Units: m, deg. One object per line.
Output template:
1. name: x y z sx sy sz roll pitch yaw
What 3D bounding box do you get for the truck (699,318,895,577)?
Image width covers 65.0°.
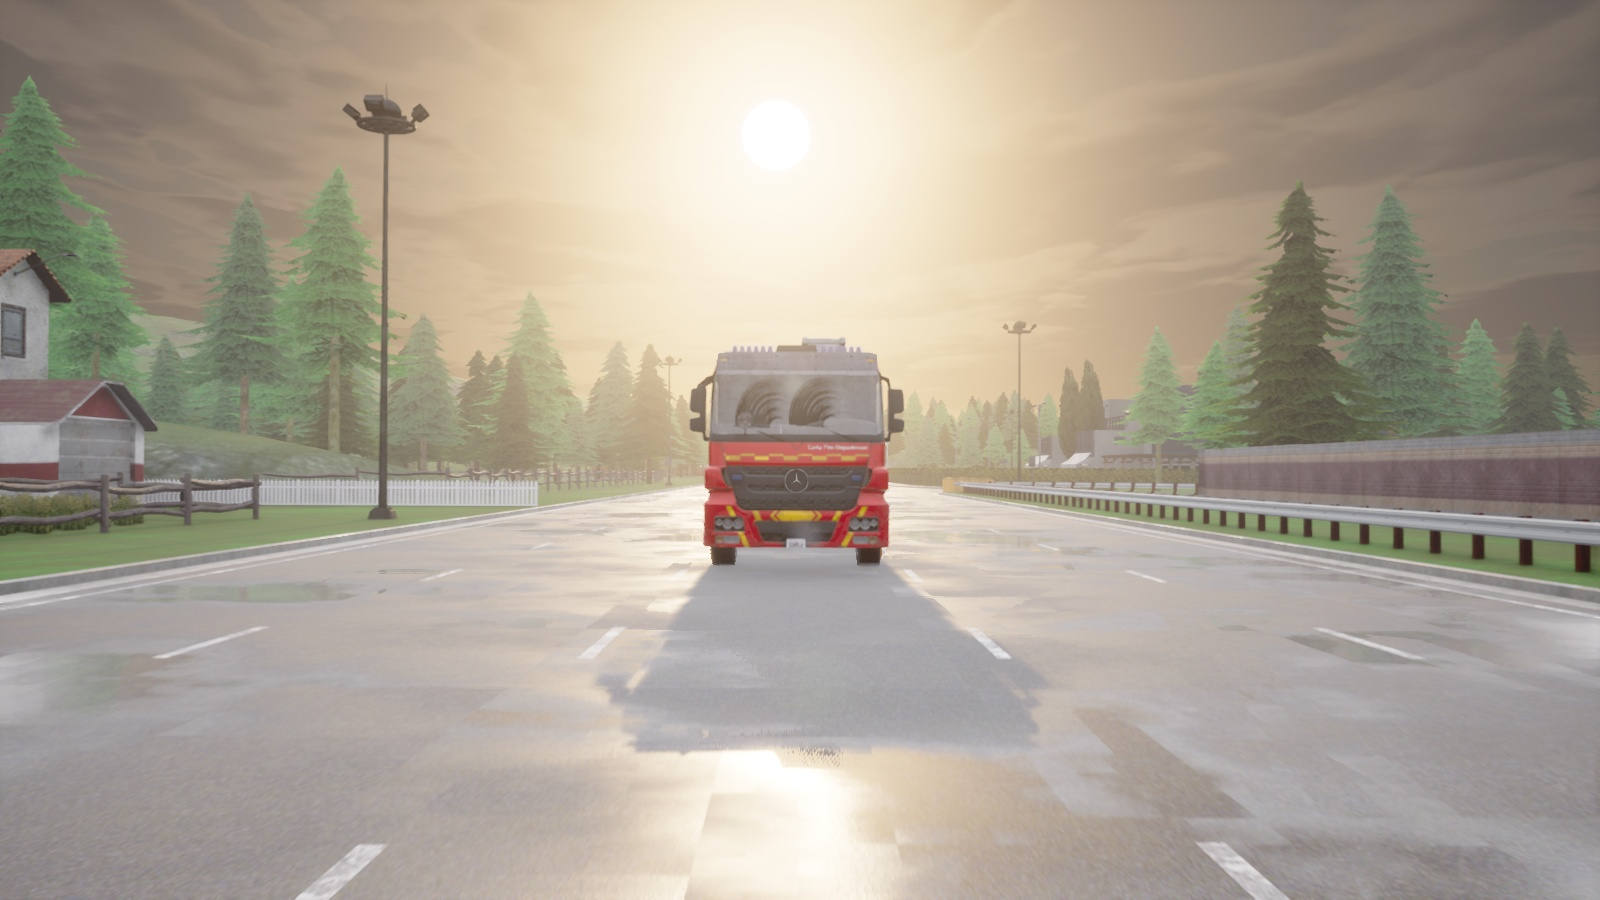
1. truck: -0.057 0.033 22.877 2.891 3.827 8.468 0 -1 0
